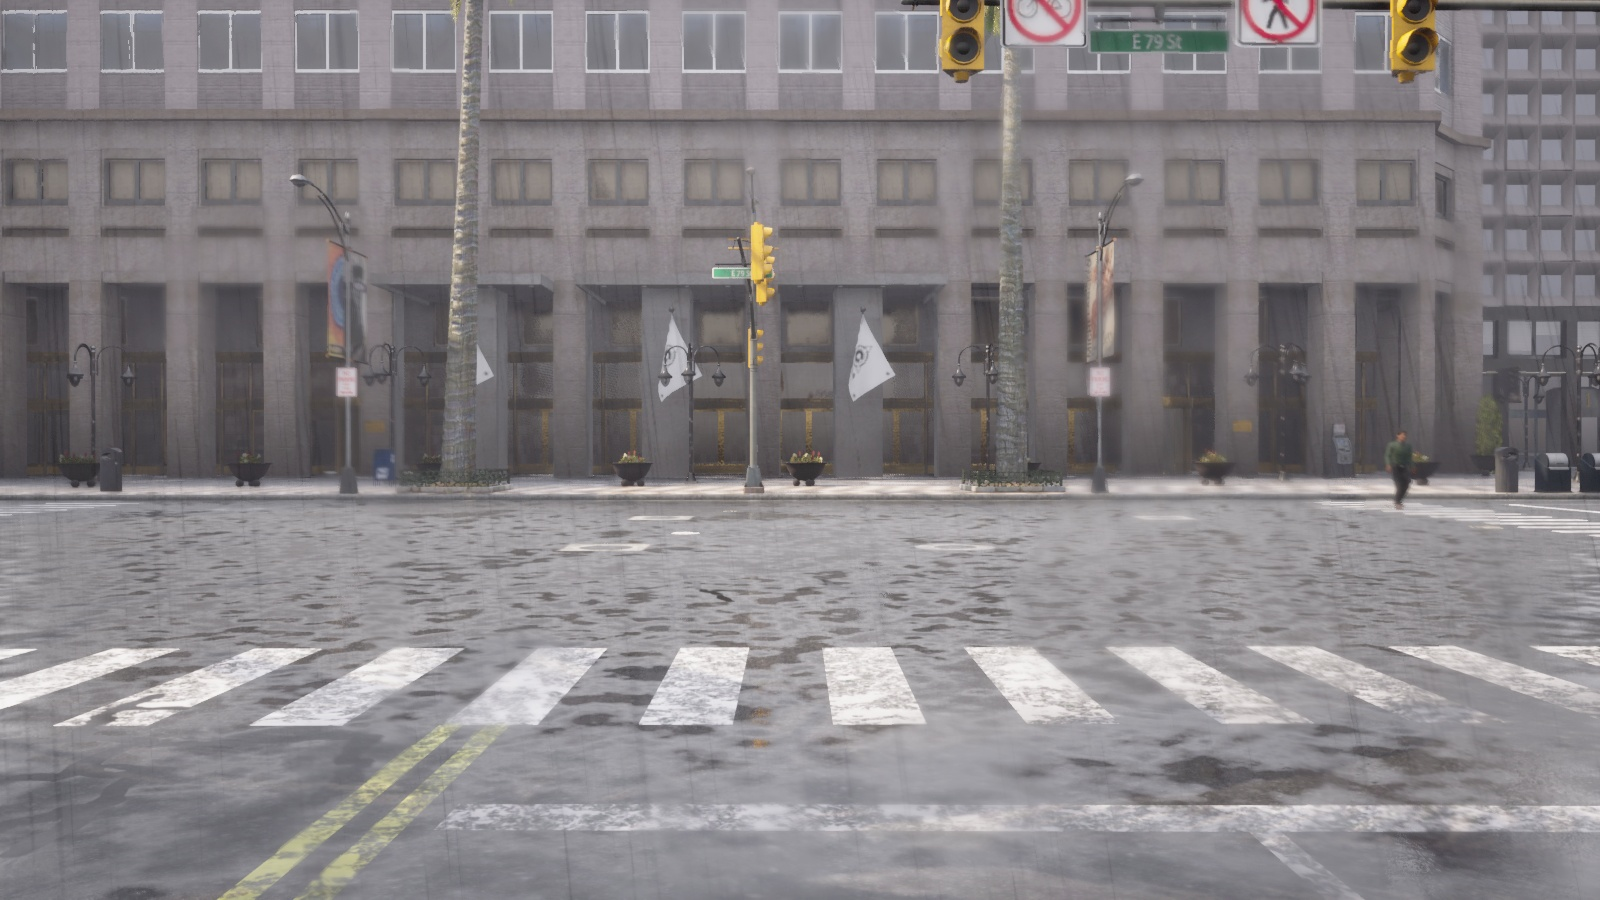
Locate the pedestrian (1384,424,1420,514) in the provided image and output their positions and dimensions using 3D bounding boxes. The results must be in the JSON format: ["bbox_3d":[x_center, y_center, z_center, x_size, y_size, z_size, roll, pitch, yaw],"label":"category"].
[{"bbox_3d":[13.268,0.408,27.697,0.423,1.949,0.788,0,0,1],"label":"pedestrian"}]
